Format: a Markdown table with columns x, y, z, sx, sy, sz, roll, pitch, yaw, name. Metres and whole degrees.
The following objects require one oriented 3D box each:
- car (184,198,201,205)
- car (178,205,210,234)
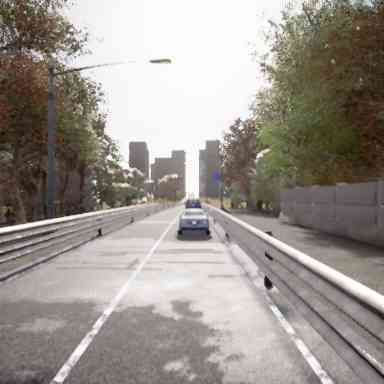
| x | y | z | sx | sy | sz | roll | pitch | yaw | name |
| --- | --- | --- | --- | --- | --- | --- | --- | --- | --- |
| 0.138 | 1.913 | 46.522 | 2.150 | 2.045 | 5.566 | 0 | -1 | 0 | car |
| 0.121 | 1.763 | 20.753 | 2.033 | 1.411 | 5.357 | 0 | -1 | 0 | car |
